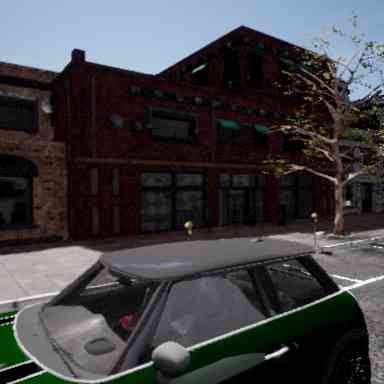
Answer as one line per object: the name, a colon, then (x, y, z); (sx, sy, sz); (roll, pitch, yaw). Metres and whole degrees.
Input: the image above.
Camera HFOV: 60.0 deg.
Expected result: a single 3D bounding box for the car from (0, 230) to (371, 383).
car: (-0.342, 1.346, 3.131); (4.553, 1.767, 2.097); (0, 0, -35)
